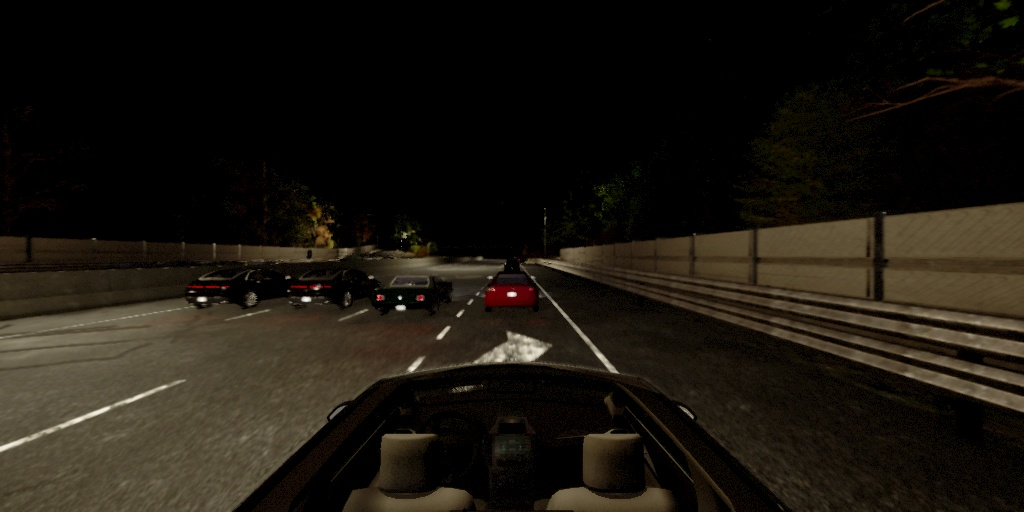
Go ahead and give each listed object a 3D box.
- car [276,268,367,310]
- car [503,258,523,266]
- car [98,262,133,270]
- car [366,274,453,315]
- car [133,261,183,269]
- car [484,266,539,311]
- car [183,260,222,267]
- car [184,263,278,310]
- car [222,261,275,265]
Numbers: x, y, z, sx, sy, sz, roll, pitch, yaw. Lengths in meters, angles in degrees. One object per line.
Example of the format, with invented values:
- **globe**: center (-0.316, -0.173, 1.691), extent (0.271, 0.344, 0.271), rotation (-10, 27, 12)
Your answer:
- **car**: center (-6.901, 1.203, 14.458), extent (1.837, 1.490, 4.892), rotation (0, 0, 0)
- **car**: center (-0.008, 1.126, 42.814), extent (1.837, 1.490, 4.892), rotation (0, 0, 0)
- **car**: center (-31.578, 1.195, 30.037), extent (2.033, 1.411, 5.357), rotation (0, 0, 0)
- **car**: center (-3.399, 1.304, 13.216), extent (1.895, 1.301, 4.718), rotation (0, 0, 0)
- **car**: center (-28.080, 1.124, 30.179), extent (1.882, 1.535, 5.008), rotation (0, 0, 0)
- **car**: center (-0.002, 1.264, 14.138), extent (1.994, 1.385, 4.181), rotation (0, 0, 0)
- **car**: center (-24.582, 1.153, 30.447), extent (1.837, 1.490, 4.892), rotation (0, 0, 0)
- **car**: center (-10.403, 1.203, 14.454), extent (1.837, 1.490, 4.892), rotation (0, 0, 0)
- **car**: center (-21.085, 1.195, 30.243), extent (2.033, 1.411, 5.357), rotation (0, 0, 0)
